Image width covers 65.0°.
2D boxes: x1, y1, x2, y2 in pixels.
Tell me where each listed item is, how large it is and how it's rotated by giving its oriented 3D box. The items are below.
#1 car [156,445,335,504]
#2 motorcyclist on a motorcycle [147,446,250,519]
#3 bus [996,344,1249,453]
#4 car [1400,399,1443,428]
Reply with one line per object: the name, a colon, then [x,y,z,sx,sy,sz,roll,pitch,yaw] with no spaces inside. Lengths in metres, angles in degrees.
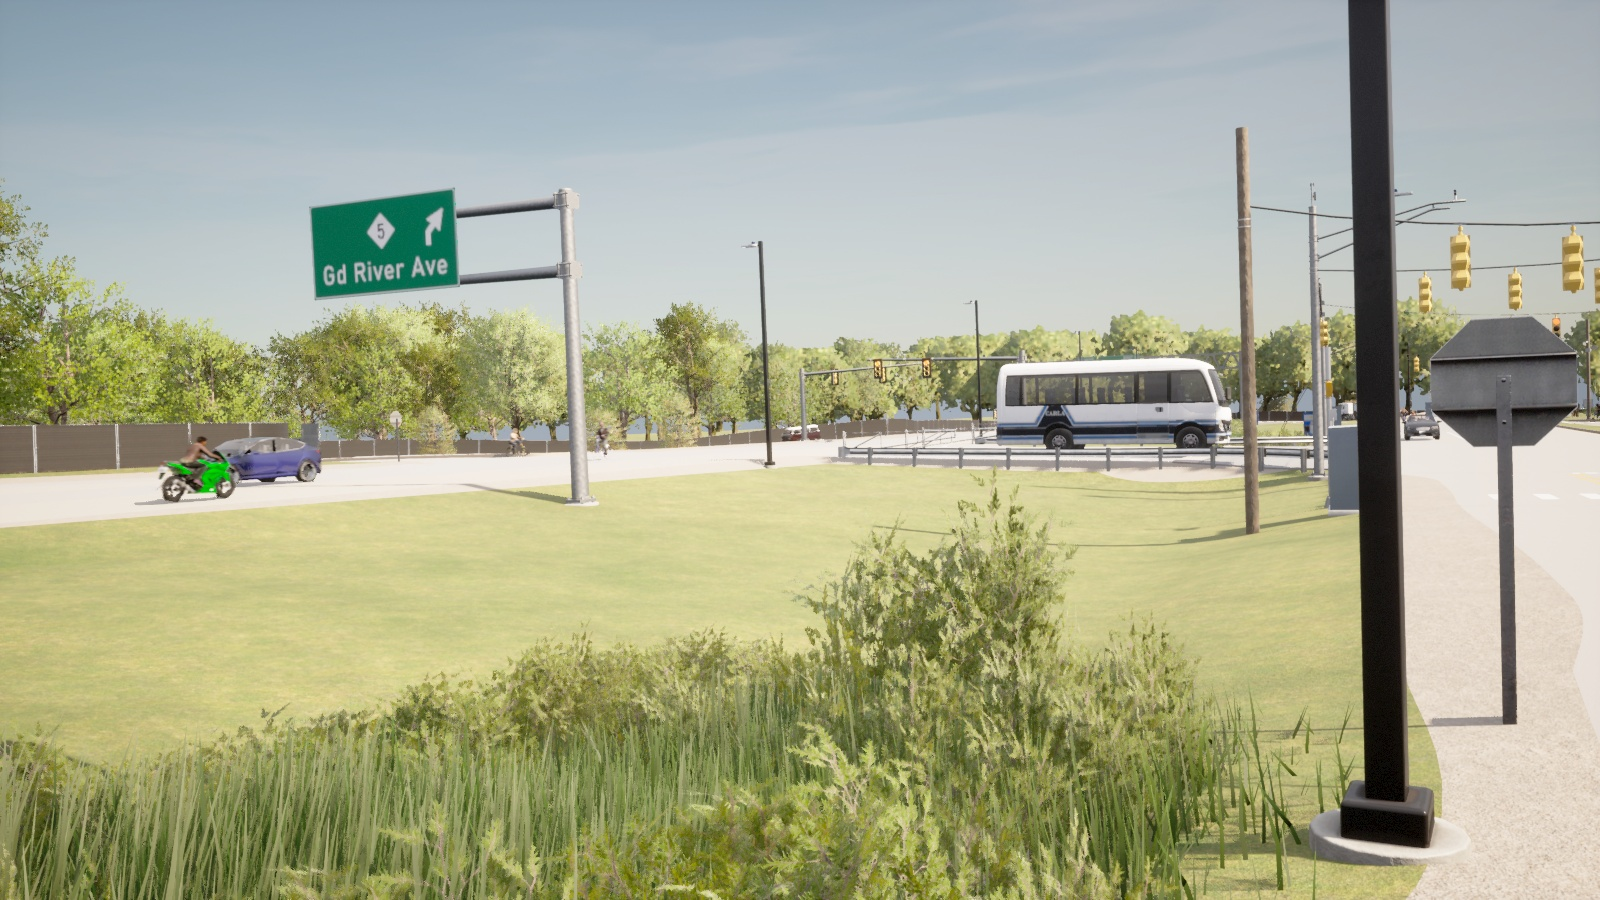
car: [-17.094,0.727,38.976,2.163,1.488,4.792,-3,1,24]
motorcyclist on a motorcycle: [-13.891,0.730,29.067,0.797,1.523,2.044,-3,1,24]
bus: [14.373,-2.192,56.014,10.273,4.253,3.944,-2,2,24]
car: [37.070,-2.208,74.984,2.128,1.511,4.902,-3,1,25]
